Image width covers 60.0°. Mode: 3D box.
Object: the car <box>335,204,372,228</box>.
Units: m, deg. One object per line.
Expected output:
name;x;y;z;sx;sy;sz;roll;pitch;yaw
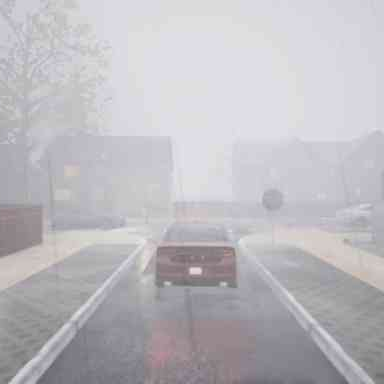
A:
car;10.917;1.410;19.653;4.674;1.442;1.812;-1;-2;2

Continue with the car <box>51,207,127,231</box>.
car;-6.019;1.597;19.647;4.181;1.385;1.994;-1;-1;0

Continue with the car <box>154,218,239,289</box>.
car;0.160;1.464;9.220;1.882;1.535;5.008;0;0;2

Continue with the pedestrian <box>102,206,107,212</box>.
pedestrian;-6.717;1.319;25.529;0.375;1.860;0.375;0;-1;1
